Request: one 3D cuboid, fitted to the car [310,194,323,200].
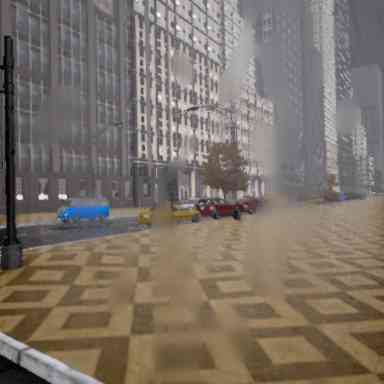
[{"bbox_3d":[29.992,1.223,80.061,1.887,1.381,4.507,-2,-1,34],"label":"car"}]

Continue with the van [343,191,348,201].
[{"bbox_3d":[27.160,0.869,61.679,1.690,1.788,3.998,-2,-1,34],"label":"van"}]

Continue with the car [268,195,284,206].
[{"bbox_3d":[11.963,1.250,49.030,1.882,1.535,5.008,-2,-1,35],"label":"car"}]

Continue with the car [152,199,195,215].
[{"bbox_3d":[-1.769,1.467,33.806,1.752,1.417,4.829,-2,-1,34],"label":"car"}]

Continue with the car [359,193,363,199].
[{"bbox_3d":[36.724,1.019,75.436,1.947,1.339,4.313,-2,-1,34],"label":"car"}]

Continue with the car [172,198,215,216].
[{"bbox_3d":[0.241,1.396,32.129,1.812,1.442,4.674,-2,-1,35],"label":"car"}]

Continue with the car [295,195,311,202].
[{"bbox_3d":[23.659,1.271,70.838,1.887,1.381,4.507,-2,-1,34],"label":"car"}]

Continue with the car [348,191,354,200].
[{"bbox_3d":[30.340,0.943,66.271,1.967,1.590,4.097,-2,-1,34],"label":"car"}]

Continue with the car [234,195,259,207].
[{"bbox_3d":[7.824,1.296,47.781,1.967,1.590,4.097,-2,-1,34],"label":"car"}]

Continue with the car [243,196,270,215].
[{"bbox_3d":[4.994,1.300,29.482,1.802,1.307,4.206,-2,-1,34],"label":"car"}]

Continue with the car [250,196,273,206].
[{"bbox_3d":[10.993,1.373,52.392,1.887,1.381,4.507,-2,-1,34],"label":"car"}]

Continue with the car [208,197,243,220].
[{"bbox_3d":[1.830,1.188,24.879,1.967,1.590,4.097,-2,-1,34],"label":"car"}]

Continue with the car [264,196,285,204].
[{"bbox_3d":[14.159,1.353,57.003,2.008,1.369,4.403,-2,-1,34],"label":"car"}]

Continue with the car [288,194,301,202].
[{"bbox_3d":[20.490,1.192,66.227,1.967,1.590,4.097,-2,-1,34],"label":"car"}]

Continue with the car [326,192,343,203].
[{"bbox_3d":[23.974,0.994,57.094,1.967,1.590,4.097,-2,-1,34],"label":"car"}]

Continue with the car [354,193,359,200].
[{"bbox_3d":[33.521,0.793,70.861,2.192,1.841,5.009,-2,-1,34],"label":"car"}]

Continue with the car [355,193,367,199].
[{"bbox_3d":[43.046,0.958,84.644,2.008,1.369,4.403,-2,-1,34],"label":"car"}]

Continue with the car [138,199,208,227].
[{"bbox_3d":[-1.233,1.303,20.415,1.752,1.417,4.829,-2,-1,34],"label":"car"}]

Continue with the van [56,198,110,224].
[{"bbox_3d":[-8.010,1.342,24.725,1.690,1.788,3.998,-2,-1,34],"label":"van"}]

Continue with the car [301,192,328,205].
[{"bbox_3d":[17.743,1.131,48.030,1.752,1.417,4.829,-2,-1,34],"label":"car"}]

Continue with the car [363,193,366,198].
[{"bbox_3d":[39.981,0.955,80.181,1.752,1.417,4.829,-2,-1,34],"label":"car"}]
